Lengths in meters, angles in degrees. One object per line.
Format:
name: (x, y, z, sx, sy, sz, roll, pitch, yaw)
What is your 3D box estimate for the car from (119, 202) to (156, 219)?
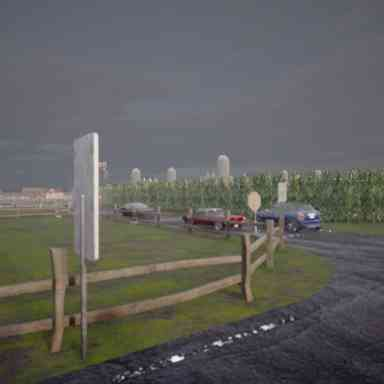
car: (-5.111, 1.709, 30.989, 1.882, 1.535, 5.008, 0, 0, -35)

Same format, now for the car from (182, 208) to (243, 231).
car: (1.402, 1.741, 21.846, 1.895, 1.301, 4.718, 0, 0, -36)

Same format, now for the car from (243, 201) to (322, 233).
car: (5.670, 1.447, 20.727, 2.097, 1.767, 4.553, -1, 0, -33)

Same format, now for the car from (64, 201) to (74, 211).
car: (-16.767, 1.953, 47.467, 2.033, 1.411, 5.357, 0, 0, -35)
